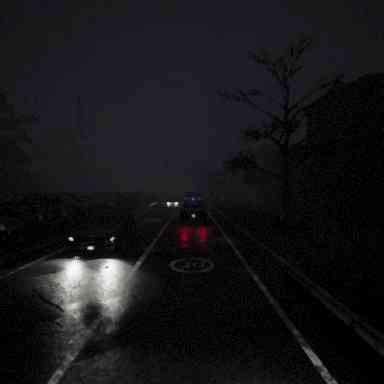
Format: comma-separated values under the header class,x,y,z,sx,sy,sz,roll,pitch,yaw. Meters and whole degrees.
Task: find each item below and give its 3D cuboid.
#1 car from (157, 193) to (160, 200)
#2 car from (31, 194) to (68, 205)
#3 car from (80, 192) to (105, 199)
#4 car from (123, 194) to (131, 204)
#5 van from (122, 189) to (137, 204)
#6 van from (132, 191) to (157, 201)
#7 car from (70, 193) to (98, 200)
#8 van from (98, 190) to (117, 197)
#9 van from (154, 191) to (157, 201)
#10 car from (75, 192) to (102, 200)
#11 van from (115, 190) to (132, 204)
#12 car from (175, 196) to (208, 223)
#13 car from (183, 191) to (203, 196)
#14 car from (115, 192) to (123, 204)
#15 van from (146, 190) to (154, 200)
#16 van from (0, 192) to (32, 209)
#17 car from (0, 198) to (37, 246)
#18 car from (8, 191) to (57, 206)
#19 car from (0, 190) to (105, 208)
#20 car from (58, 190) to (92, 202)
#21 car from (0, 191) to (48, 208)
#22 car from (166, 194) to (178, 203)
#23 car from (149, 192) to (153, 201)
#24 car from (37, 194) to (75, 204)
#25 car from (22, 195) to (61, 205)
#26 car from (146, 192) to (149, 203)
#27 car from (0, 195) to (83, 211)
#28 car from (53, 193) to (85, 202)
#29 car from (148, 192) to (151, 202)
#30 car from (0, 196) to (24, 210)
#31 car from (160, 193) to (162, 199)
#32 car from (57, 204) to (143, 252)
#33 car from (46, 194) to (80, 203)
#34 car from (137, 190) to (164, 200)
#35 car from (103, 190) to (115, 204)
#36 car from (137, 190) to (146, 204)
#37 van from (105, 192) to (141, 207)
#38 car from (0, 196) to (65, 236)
class,x,y,z,sx,sy,sz,roll,pitch,yaw
car,-8.959,0.995,60.670,5.008,1.535,2.097,0,1,0
car,-22.003,1.144,51.569,4.792,1.488,2.163,0,1,0
car,-22.090,0.837,73.771,4.792,1.488,2.163,0,1,0
car,-8.923,1.259,32.628,4.892,1.521,2.231,0,0,0
van,-9.053,0.995,38.234,4.442,1.987,1.878,0,0,0
van,-9.085,0.729,63.469,4.442,1.987,1.878,0,1,0
car,-22.059,0.887,68.220,5.008,1.535,2.097,0,1,0
van,-22.195,0.382,87.643,4.442,1.987,1.878,0,1,0
van,-8.844,0.808,57.860,4.442,1.987,1.878,0,1,0
car,-22.064,0.848,70.996,4.892,1.521,2.231,0,1,0
van,-9.049,1.013,35.430,4.442,1.987,1.878,0,0,0
car,0.102,1.327,24.074,2.128,1.511,4.902,0,0,0
car,0.105,0.926,40.837,2.150,2.045,5.566,0,1,0
car,-8.957,1.150,29.825,4.553,1.767,2.185,0,0,0
van,-9.074,0.844,55.058,4.442,1.987,1.878,0,1,0
van,-22.135,0.982,40.456,4.442,1.987,1.878,0,0,0
car,-8.935,1.261,13.005,4.553,1.767,2.185,0,0,0
car,-21.997,0.915,46.009,5.566,2.045,2.435,0,1,0
car,-8.886,1.080,21.414,5.566,2.045,2.435,0,0,0
car,-22.018,0.716,62.665,5.566,2.045,2.435,0,1,0
car,-22.051,0.938,43.232,5.566,2.045,2.435,0,0,0
car,-3.294,1.094,57.397,1.994,1.385,4.181,0,1,0
car,-8.983,1.134,52.259,4.792,1.488,2.163,0,1,0
car,-22.221,1.077,54.340,5.366,1.575,1.946,0,1,0
car,-22.058,1.170,48.786,4.792,1.488,2.163,0,1,0
car,-8.953,1.160,46.648,4.892,1.521,2.231,0,1,0
car,-8.880,1.224,18.612,4.553,1.767,2.185,0,0,0
car,-22.037,1.008,59.895,4.892,1.521,2.231,0,1,0
car,-8.948,1.174,49.451,4.674,1.452,2.002,0,1,0
car,-22.201,1.223,37.683,5.366,1.575,1.946,0,0,0
car,-8.974,0.954,66.276,4.674,1.452,2.002,0,1,0
car,-3.348,1.454,13.651,2.033,1.411,5.357,0,0,0
car,-22.034,1.045,57.117,5.008,1.535,2.097,0,1,0
car,-8.950,0.582,71.878,5.566,2.045,2.435,0,1,0
car,-8.890,1.061,24.217,5.566,2.045,2.435,0,0,0
car,-8.912,0.951,41.038,5.566,2.045,2.435,0,0,0
van,-9.060,0.958,43.838,4.442,1.987,1.878,0,1,0
car,-8.876,1.242,15.808,4.553,1.767,2.185,0,0,0
